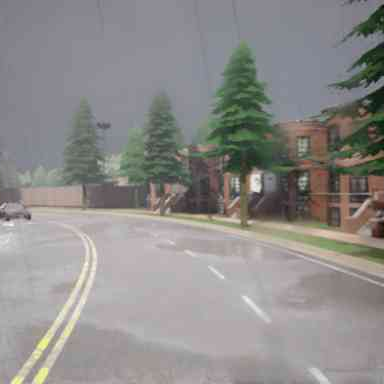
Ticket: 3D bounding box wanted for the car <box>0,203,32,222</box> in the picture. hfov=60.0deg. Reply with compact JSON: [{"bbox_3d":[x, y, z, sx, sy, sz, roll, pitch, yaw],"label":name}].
[{"bbox_3d":[-15.195,1.694,28.270,1.812,1.442,4.674,0,0,-43],"label":"car"}]
